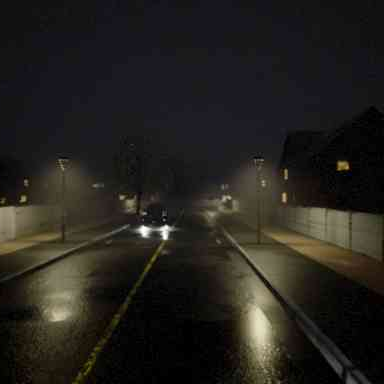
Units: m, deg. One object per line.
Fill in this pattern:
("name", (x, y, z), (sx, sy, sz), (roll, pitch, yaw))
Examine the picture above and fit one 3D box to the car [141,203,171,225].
("car", (-2.846, 1.677, 26.975), (2.097, 1.767, 4.553), (0, -1, 0))
